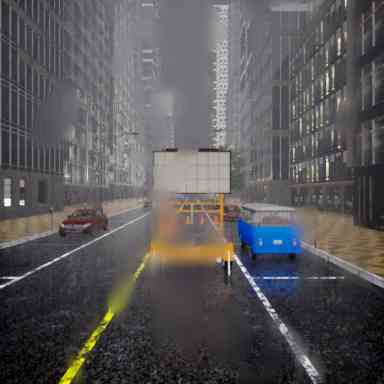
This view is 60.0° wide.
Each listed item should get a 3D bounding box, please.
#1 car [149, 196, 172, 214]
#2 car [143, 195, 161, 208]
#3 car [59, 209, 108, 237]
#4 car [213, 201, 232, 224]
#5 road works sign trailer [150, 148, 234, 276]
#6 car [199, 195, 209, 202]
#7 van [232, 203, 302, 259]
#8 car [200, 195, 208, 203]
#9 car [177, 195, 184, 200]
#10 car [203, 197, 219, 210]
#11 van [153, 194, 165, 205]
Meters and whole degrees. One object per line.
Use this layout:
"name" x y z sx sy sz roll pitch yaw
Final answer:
"car" -3.107 1.518 35.654 1.812 1.442 4.674 0 0 0
"car" -5.698 1.539 46.438 2.008 1.369 4.403 0 0 0
"car" -5.694 1.578 17.975 1.802 1.307 4.206 0 0 0
"car" 2.686 1.577 23.666 1.802 1.307 4.206 0 0 0
"road works sign trailer" -0.002 0.462 10.300 2.380 3.560 2.880 0 0 0
"car" 2.678 1.387 74.898 1.967 1.590 4.097 0 0 0
"van" 2.688 1.339 12.282 1.690 1.788 3.998 0 0 0
"car" 2.682 1.534 52.129 2.008 1.369 4.403 0 0 0
"car" -3.015 1.401 87.188 1.882 1.535 5.008 0 0 0
"car" 2.683 1.573 40.744 1.802 1.307 4.206 0 0 0
"van" -5.699 1.318 57.823 1.690 1.788 3.998 0 0 0
